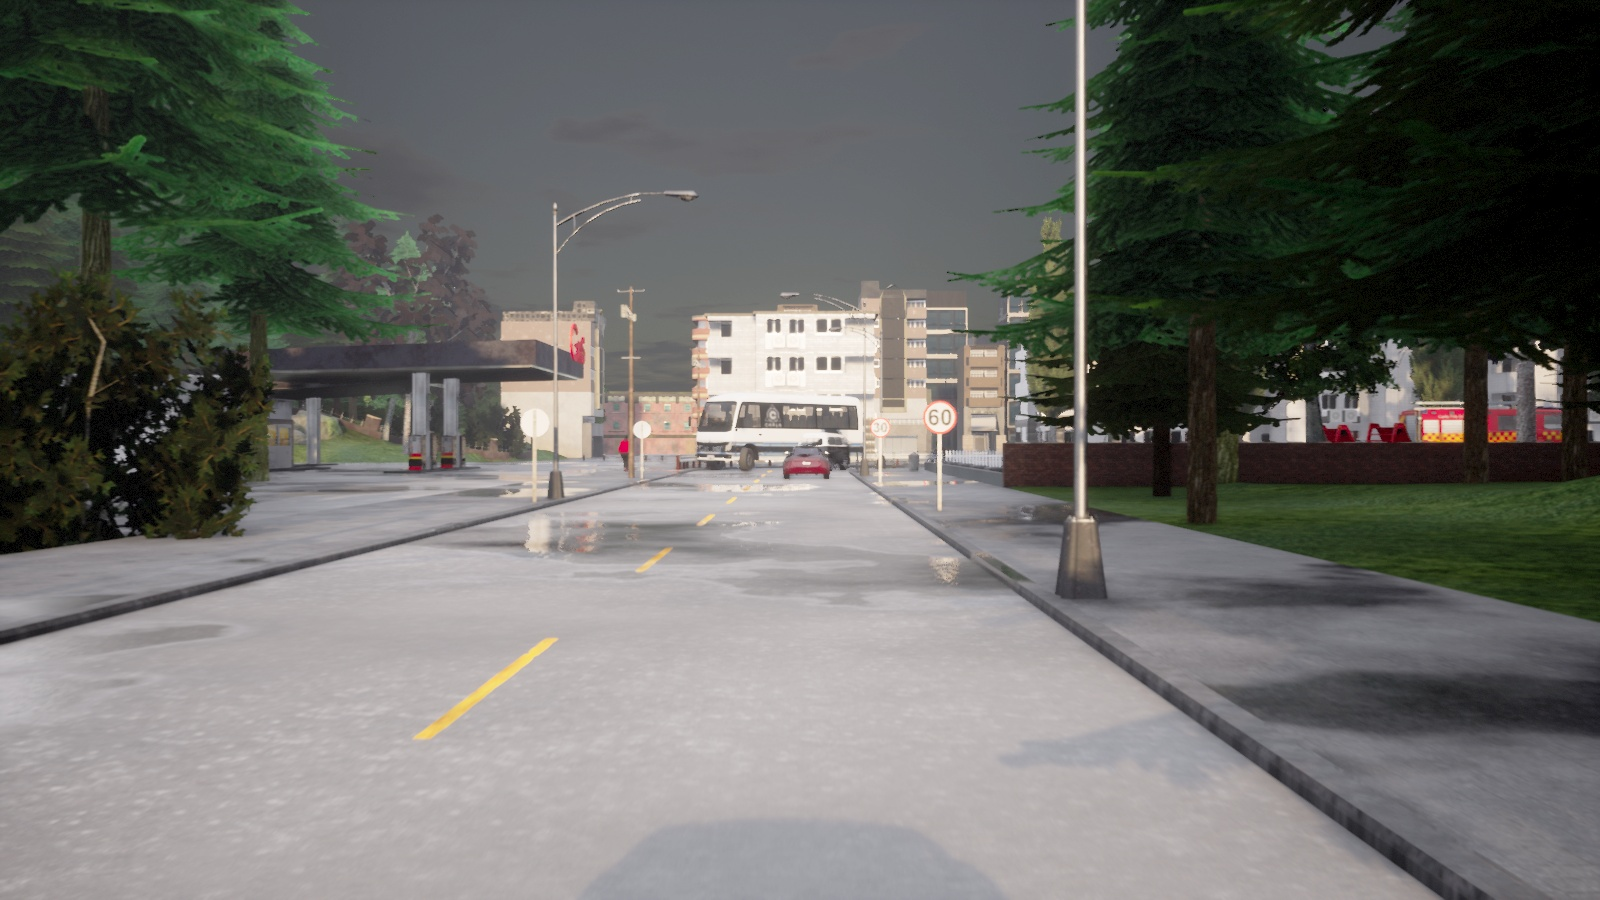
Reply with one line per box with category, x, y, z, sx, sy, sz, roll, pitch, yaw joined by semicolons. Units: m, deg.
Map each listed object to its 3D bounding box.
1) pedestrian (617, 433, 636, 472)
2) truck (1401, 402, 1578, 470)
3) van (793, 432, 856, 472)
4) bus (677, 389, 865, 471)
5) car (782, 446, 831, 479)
pedestrian;-8.396;0.107;60.742;0.634;1.844;0.899;0;0;10
truck;39.038;-0.788;71.291;8.468;3.827;2.891;0;0;0
van;1.343;0.096;66.666;2.069;2.038;4.480;-1;0;19
bus;-1.465;-1.033;69.958;10.273;4.253;3.944;0;1;-41
car;0.276;0.508;53.658;1.994;1.385;4.181;0;0;0
